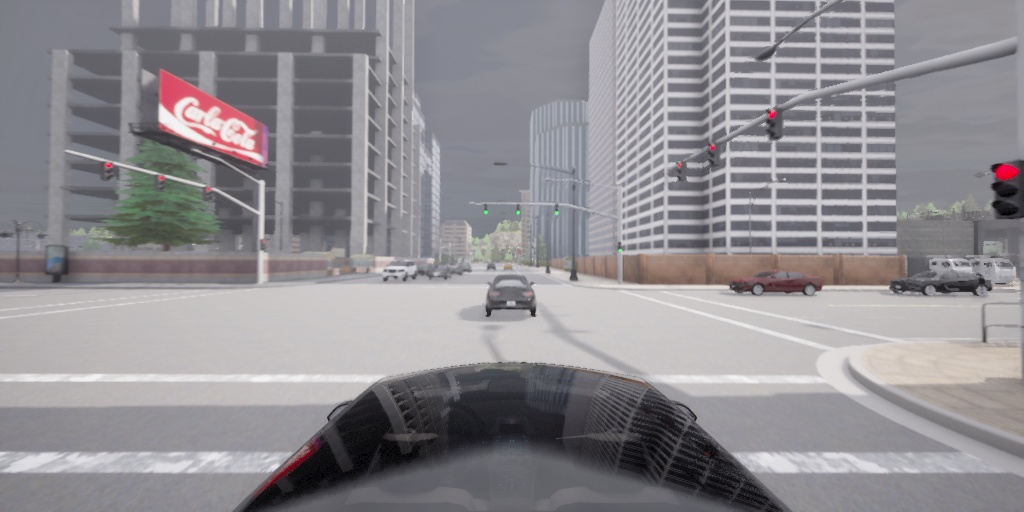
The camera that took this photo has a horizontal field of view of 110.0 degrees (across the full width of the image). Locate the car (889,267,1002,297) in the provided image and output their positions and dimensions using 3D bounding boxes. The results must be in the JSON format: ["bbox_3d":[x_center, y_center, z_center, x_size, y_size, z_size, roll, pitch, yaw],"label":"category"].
[{"bbox_3d":[26.083,1.628,21.933,5.008,1.535,1.882,0,-1,-1],"label":"car"}]

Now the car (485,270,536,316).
[{"bbox_3d":[-0.059,1.448,14.238,1.812,1.442,4.674,0,-1,-1],"label":"car"}]

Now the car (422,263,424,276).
[{"bbox_3d":[-11.068,1.647,44.942,2.097,1.767,4.553,0,-1,-1],"label":"car"}]

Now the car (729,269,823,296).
[{"bbox_3d":[15.891,1.579,21.780,5.008,1.535,1.882,0,-1,-1],"label":"car"}]

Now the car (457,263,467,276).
[{"bbox_3d":[-7.609,1.916,47.873,1.994,1.385,4.181,0,-1,-1],"label":"car"}]

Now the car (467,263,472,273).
[{"bbox_3d":[-7.647,1.843,57.983,2.097,1.767,4.553,0,-1,0],"label":"car"}]

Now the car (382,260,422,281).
[{"bbox_3d":[-10.968,1.387,35.475,2.150,2.045,5.566,0,-1,0],"label":"car"}]

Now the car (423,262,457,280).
[{"bbox_3d":[-7.504,1.706,37.905,2.128,1.511,4.902,0,-1,-1],"label":"car"}]
